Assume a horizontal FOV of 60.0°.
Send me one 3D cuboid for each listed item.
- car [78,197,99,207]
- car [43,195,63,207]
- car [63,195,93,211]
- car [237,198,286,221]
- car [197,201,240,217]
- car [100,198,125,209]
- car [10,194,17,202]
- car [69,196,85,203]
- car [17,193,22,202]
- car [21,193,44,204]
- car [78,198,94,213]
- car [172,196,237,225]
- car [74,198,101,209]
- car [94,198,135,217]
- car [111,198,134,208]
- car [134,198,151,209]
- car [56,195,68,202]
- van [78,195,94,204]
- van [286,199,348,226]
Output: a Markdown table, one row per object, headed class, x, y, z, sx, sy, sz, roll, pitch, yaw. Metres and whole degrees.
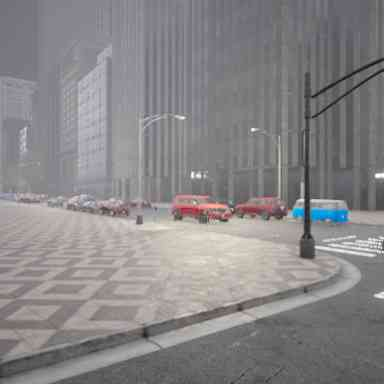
| class | x | y | z | sx | sy | sz | roll | pitch | yaw |
| --- | --- | --- | --- | --- | --- | --- | --- | --- | --- |
| car | -17.340 | 1.641 | 55.560 | 1.994 | 1.385 | 4.181 | 0 | 0 | -36 |
| car | -21.012 | 1.607 | 50.981 | 2.008 | 1.369 | 4.403 | 0 | 0 | -36 |
| car | -14.354 | 1.506 | 41.878 | 1.967 | 1.590 | 4.097 | 0 | 0 | -36 |
| car | 5.860 | 1.430 | 28.681 | 2.192 | 1.841 | 5.009 | 0 | 0 | -36 |
| car | 2.530 | 1.677 | 33.234 | 1.947 | 1.339 | 4.313 | 0 | 0 | -36 |
| car | -11.330 | 1.613 | 47.431 | 1.812 | 1.442 | 4.674 | 0 | 0 | -36 |
| car | -40.863 | 1.508 | 78.124 | 1.752 | 1.417 | 4.829 | 1 | 0 | -35 |
| car | -24.205 | 1.586 | 69.792 | 1.752 | 1.417 | 4.829 | 0 | 0 | -36 |
| car | -34.327 | 1.328 | 69.191 | 2.192 | 1.841 | 5.009 | 0 | 0 | -36 |
| car | -30.998 | 1.342 | 64.638 | 2.192 | 1.841 | 5.009 | 0 | 0 | -36 |
| car | -11.025 | 1.652 | 37.325 | 1.802 | 1.307 | 4.206 | 0 | 0 | -36 |
| car | 0.577 | 1.311 | 25.811 | 2.150 | 2.045 | 5.566 | 0 | 0 | -36 |
| car | -14.803 | 1.621 | 46.973 | 2.033 | 1.411 | 5.357 | 0 | 0 | -36 |
| car | -7.696 | 1.618 | 32.773 | 1.887 | 1.381 | 4.507 | 0 | 0 | -36 |
| car | -10.788 | 1.678 | 51.443 | 1.802 | 1.307 | 4.206 | 0 | 0 | -36 |
| car | -7.457 | 1.541 | 46.890 | 1.967 | 1.590 | 4.097 | 0 | 0 | -36 |
| car | -30.878 | 1.556 | 78.927 | 1.752 | 1.417 | 4.829 | 1 | 0 | -35 |
| van | -20.774 | 1.415 | 65.101 | 1.690 | 1.788 | 3.998 | 0 | 0 | -36 |
| van | 9.191 | 1.458 | 24.128 | 1.690 | 1.788 | 3.998 | 0 | 0 | -36 |
